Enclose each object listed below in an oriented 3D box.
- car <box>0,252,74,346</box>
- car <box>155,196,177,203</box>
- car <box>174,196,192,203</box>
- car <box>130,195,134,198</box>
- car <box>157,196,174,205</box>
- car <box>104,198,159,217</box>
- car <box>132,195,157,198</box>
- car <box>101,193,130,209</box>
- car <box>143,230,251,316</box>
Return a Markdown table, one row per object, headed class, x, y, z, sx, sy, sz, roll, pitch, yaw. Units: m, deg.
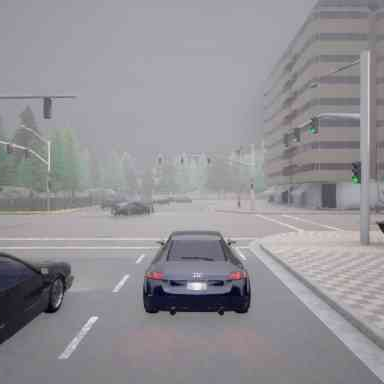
| class | x | y | z | sx | sy | sz | roll | pitch | yaw |
| --- | --- | --- | --- | --- | --- | --- | --- | --- | --- |
| car | -3.426 | 1.547 | 4.599 | 2.033 | 1.411 | 5.357 | 0 | 0 | 0 |
| car | -5.297 | 1.548 | 68.262 | 2.033 | 1.411 | 5.357 | 0 | 0 | 27 |
| car | -1.674 | 1.564 | 67.250 | 1.994 | 1.385 | 4.181 | 0 | 0 | 28 |
| car | -9.582 | 1.352 | 53.863 | 2.097 | 1.767 | 4.553 | 0 | 0 | 8 |
| car | -5.360 | 1.478 | 57.957 | 1.882 | 1.535 | 5.008 | 0 | 0 | 15 |
| car | -5.569 | 1.556 | 31.249 | 1.812 | 1.442 | 4.674 | 1 | 0 | 35 |
| car | -6.828 | 1.547 | 48.088 | 2.033 | 1.411 | 5.357 | 0 | 0 | 2 |
| car | -10.404 | 1.221 | 44.430 | 2.150 | 2.045 | 5.566 | 0 | 0 | 2 |
| car | 0.094 | 1.564 | 7.632 | 1.994 | 1.385 | 4.181 | 0 | 0 | 0 |
